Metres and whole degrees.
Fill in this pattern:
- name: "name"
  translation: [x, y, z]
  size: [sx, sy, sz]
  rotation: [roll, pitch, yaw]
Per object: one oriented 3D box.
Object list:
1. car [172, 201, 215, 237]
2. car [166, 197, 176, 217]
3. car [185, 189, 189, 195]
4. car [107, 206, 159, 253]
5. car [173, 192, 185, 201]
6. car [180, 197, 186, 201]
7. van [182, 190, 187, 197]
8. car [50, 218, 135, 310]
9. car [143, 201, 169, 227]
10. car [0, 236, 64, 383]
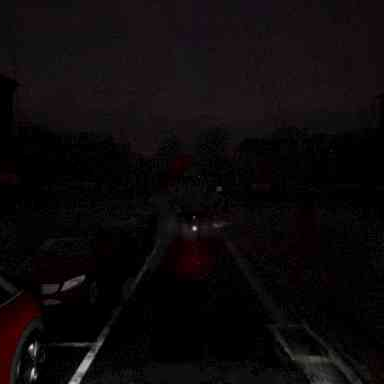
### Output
- name: "car"
  translation: [0.114, 1.406, 17.459]
  size: [1.837, 1.490, 4.892]
  rotation: [0, 0, 0]
- name: "car"
  translation: [-2.634, 1.434, 29.404]
  size: [1.802, 1.307, 4.206]
  rotation: [-2, 0, 0]
- name: "car"
  translation: [-2.591, 0.917, 83.879]
  size: [2.192, 1.841, 5.009]
  rotation: [-1, 0, 0]
- name: "car"
  translation: [-2.648, 1.475, 13.061]
  size: [2.008, 1.369, 4.403]
  rotation: [-2, 0, 0]
- name: "car"
  translation: [-2.617, 1.216, 56.181]
  size: [1.967, 1.590, 4.097]
  rotation: [-2, 0, 0]
- name: "car"
  translation: [0.156, 1.449, 30.593]
  size: [1.895, 1.301, 4.718]
  rotation: [0, 0, 1]
- name: "van"
  translation: [-2.595, 0.994, 78.336]
  size: [1.690, 1.788, 3.998]
  rotation: [-1, 0, 0]
- name: "car"
  translation: [-2.649, 1.536, 7.609]
  size: [1.802, 1.307, 4.206]
  rotation: [-1, 1, 0]
- name: "car"
  translation: [-2.643, 1.449, 18.510]
  size: [2.008, 1.369, 4.403]
  rotation: [-2, 0, 0]
- name: "car"
  translation: [-2.659, 1.426, 2.166]
  size: [1.967, 1.590, 4.097]
  rotation: [-2, 0, 0]
